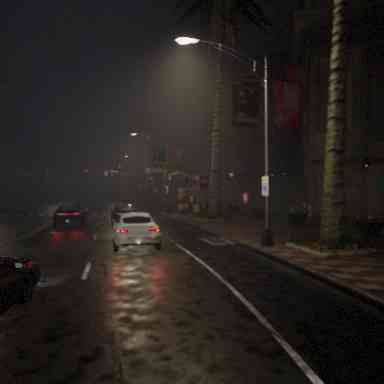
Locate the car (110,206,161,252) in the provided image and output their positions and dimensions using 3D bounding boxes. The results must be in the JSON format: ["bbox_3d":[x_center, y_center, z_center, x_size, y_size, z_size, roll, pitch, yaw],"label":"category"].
[{"bbox_3d":[-2.418,1.546,14.106,1.812,1.442,4.674,0,0,-13],"label":"car"}]

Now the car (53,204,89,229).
[{"bbox_3d":[-8.022,1.538,22.188,2.128,1.511,4.902,0,0,-14],"label":"car"}]

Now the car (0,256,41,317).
[{"bbox_3d":[-3.981,1.569,4.999,2.033,1.411,5.357,0,0,-8],"label":"car"}]

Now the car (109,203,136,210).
[{"bbox_3d":[-4.615,1.527,22.997,2.128,1.511,4.902,0,0,-14],"label":"car"}]
